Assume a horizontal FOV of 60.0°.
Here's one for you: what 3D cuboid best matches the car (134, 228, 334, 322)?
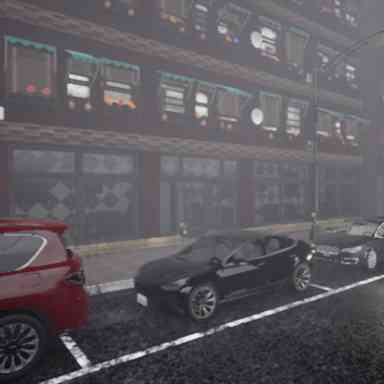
[{"bbox_3d":[0.886,1.533,7.196,4.313,1.339,1.947,0,0,-36],"label":"car"}]

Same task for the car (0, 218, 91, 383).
[{"bbox_3d":[-3.753,1.321,3.885,5.009,1.841,2.192,-1,0,-36],"label":"car"}]

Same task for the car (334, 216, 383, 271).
[{"bbox_3d":[5.522,1.481,10.504,4.403,1.369,2.008,0,0,-36],"label":"car"}]
